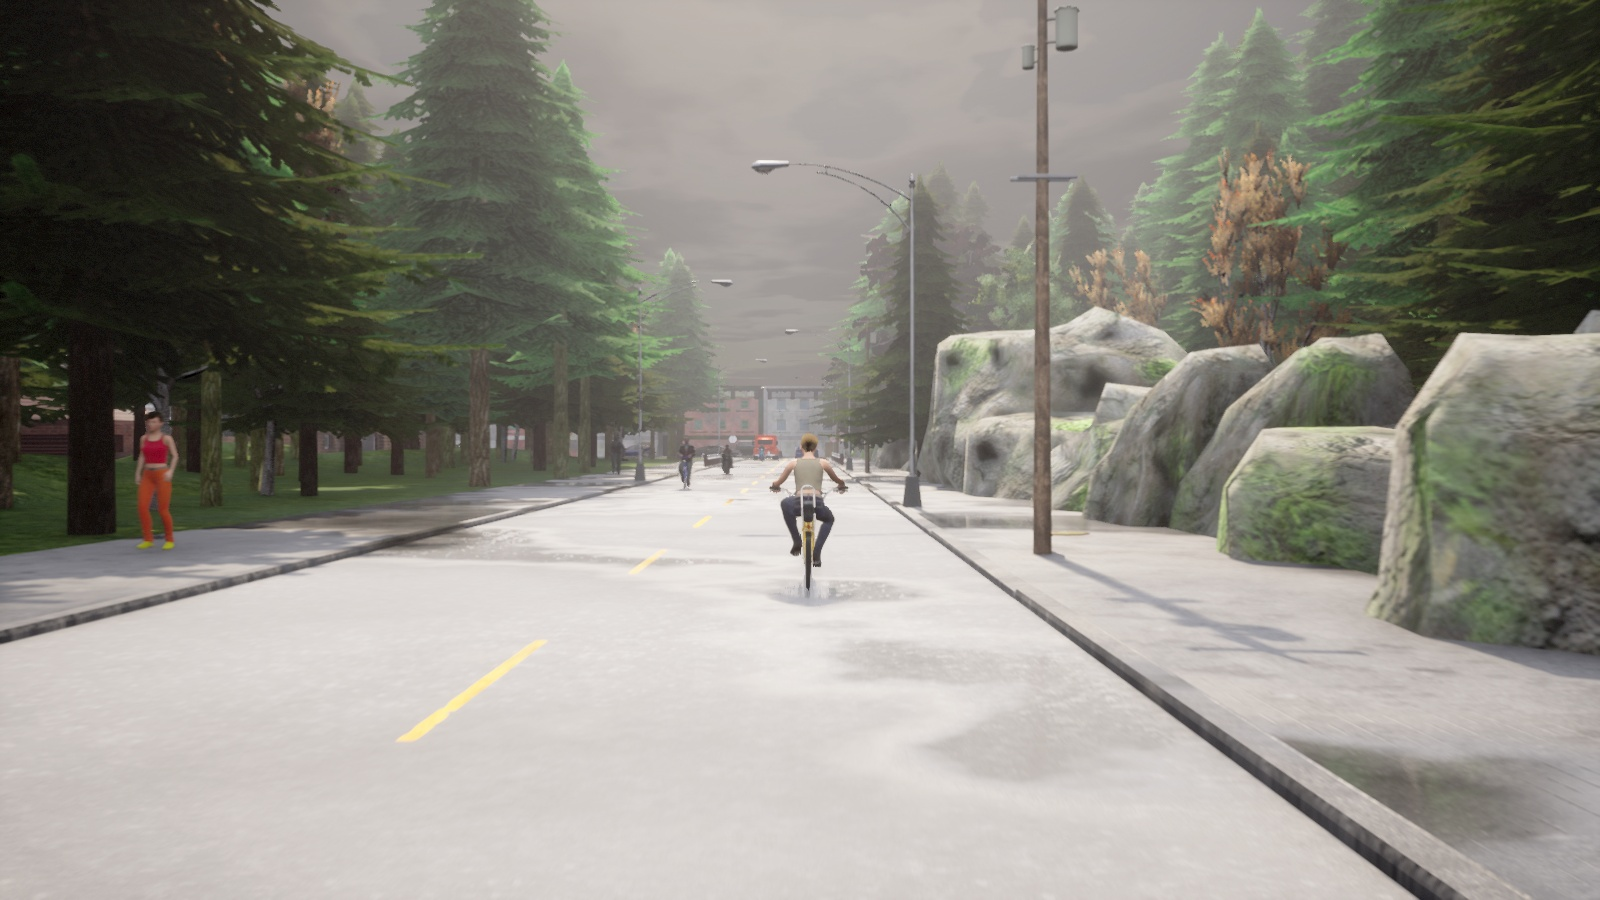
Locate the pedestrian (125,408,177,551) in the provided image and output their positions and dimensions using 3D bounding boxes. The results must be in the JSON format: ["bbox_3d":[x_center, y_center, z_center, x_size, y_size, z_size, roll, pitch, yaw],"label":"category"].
[{"bbox_3d":[-8.472,0.382,16.412,0.345,1.836,0.594,0,0,4],"label":"pedestrian"}]

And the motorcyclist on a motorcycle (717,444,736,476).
[{"bbox_3d":[-3.611,0.470,61.865,0.797,1.523,2.044,0,0,0],"label":"motorcyclist on a motorcycle"}]

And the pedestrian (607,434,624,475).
[{"bbox_3d":[-8.467,0.211,57.774,0.563,1.883,0.849,0,0,8],"label":"pedestrian"}]

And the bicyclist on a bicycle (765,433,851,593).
[{"bbox_3d":[0.092,0.628,13.375,0.866,1.612,1.509,0,0,1],"label":"bicyclist on a bicycle"}]
